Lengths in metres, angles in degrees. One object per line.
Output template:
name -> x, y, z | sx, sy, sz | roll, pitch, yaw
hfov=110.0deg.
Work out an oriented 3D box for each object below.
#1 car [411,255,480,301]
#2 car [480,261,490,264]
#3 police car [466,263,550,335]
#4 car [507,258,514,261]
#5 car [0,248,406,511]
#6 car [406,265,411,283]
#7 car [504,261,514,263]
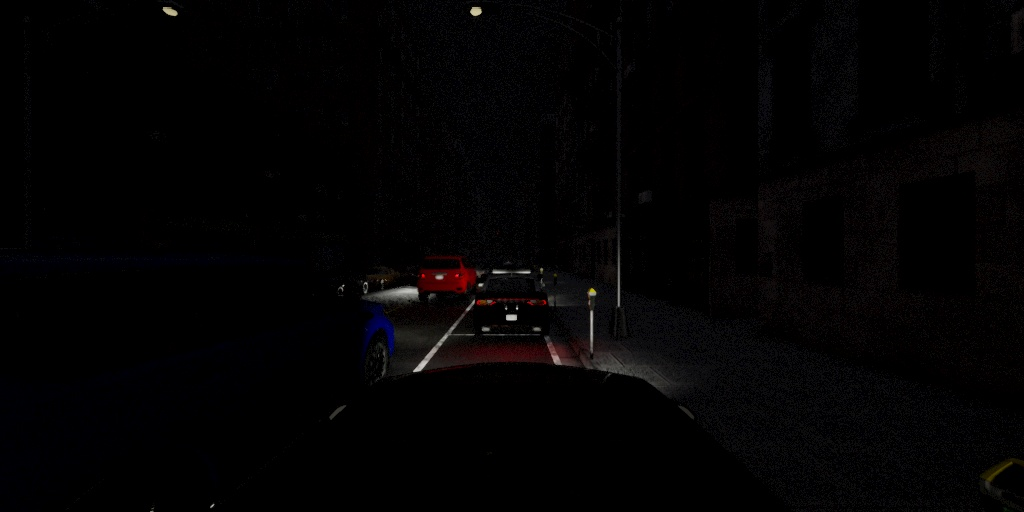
car -> -3.019, 0.972, 17.636 | 2.150, 2.045, 5.566 | 0, 0, 0
car -> -2.931, 1.350, 29.757 | 1.895, 1.301, 4.718 | 0, 0, 0
police car -> -0.012, 1.175, 10.610 | 1.930, 1.638, 5.238 | 0, 0, 0
car -> -0.383, 1.269, 39.031 | 1.751, 1.417, 4.829 | 0, 0, 0
car -> -2.930, 0.972, 3.282 | 2.150, 2.045, 5.566 | 0, 0, 0
car -> -5.870, 1.241, 25.727 | 2.128, 1.511, 4.902 | 0, 0, 0
car -> -0.383, 1.315, 28.035 | 1.948, 1.339, 4.313 | 0, 0, 0
